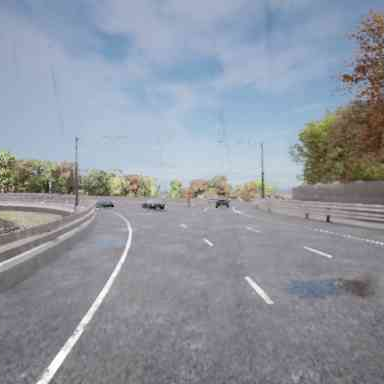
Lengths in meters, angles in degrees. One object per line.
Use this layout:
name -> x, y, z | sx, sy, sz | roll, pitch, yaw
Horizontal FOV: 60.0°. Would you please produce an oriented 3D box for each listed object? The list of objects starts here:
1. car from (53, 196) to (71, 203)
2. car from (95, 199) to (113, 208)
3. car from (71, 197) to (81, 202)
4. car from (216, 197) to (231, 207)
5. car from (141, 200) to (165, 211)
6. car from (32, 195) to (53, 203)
car -> -32.180, 1.858, 80.796 | 5.008, 1.535, 1.882 | -1, 0, 40
car -> -13.693, 1.729, 51.897 | 1.994, 1.385, 4.181 | -1, 0, -29
car -> -29.983, 1.891, 83.518 | 5.357, 1.411, 2.033 | -1, 0, 40
car -> 4.603, 1.456, 48.680 | 1.837, 1.490, 4.892 | -2, 0, 10
car -> -5.062, 1.659, 42.423 | 1.895, 1.301, 4.718 | -1, 0, -23
car -> -35.628, 1.969, 79.174 | 4.181, 1.385, 1.994 | -1, 0, 40
